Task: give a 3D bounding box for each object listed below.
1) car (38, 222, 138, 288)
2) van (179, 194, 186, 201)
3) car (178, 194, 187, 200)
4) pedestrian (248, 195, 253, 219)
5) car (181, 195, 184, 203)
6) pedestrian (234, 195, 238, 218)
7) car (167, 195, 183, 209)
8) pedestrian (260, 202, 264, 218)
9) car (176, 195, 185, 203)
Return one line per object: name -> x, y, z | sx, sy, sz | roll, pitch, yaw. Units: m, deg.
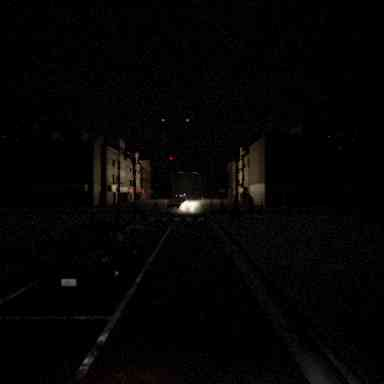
car -> -2.631, 1.563, 9.301 | 1.947, 1.339, 4.313 | 0, 0, 0
van -> -2.631, 1.496, 91.914 | 1.690, 1.788, 3.998 | 0, 0, 0
car -> -2.632, 1.522, 69.492 | 1.967, 1.590, 4.097 | 0, 0, 0
pedestrian -> 4.511, 1.133, 25.608 | 0.375, 1.860, 0.375 | 0, 0, 0
car -> -2.631, 1.585, 52.676 | 1.887, 1.381, 4.507 | 0, 0, 0
pedestrian -> 3.511, 1.139, 26.808 | 0.375, 1.860, 0.375 | 0, 0, 0
car -> -2.631, 1.555, 46.901 | 1.752, 1.417, 4.829 | 0, 0, 0
pedestrian -> 5.511, 1.390, 26.206 | 0.375, 1.300, 0.375 | 0, 0, 0
car -> -2.632, 1.539, 75.097 | 1.967, 1.590, 4.097 | 0, 0, 0
